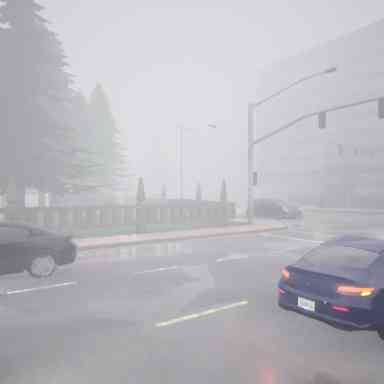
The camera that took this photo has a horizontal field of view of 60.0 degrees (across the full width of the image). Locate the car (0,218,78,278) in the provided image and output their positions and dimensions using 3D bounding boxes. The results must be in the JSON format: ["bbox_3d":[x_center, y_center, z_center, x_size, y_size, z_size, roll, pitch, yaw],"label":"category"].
[{"bbox_3d":[-5.580,1.477,8.562,5.008,1.535,1.882,0,0,-35],"label":"car"}]

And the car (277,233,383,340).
[{"bbox_3d":[3.609,1.526,6.341,4.674,1.442,1.812,0,0,-35],"label":"car"}]

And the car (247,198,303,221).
[{"bbox_3d":[6.557,1.296,26.593,2.097,1.767,4.553,0,0,-34],"label":"car"}]

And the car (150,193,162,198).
[{"bbox_3d":[-5.796,1.168,55.406,2.150,2.045,5.566,0,0,-3],"label":"car"}]
